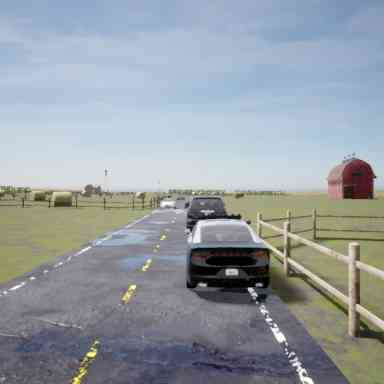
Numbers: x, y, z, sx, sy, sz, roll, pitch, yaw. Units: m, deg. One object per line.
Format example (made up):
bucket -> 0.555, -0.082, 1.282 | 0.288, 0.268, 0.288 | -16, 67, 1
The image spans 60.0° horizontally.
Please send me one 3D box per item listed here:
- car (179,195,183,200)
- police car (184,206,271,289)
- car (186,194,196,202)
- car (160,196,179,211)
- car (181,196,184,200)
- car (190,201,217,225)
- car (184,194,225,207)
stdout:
car -> -2.951, 1.534, 88.554 | 1.994, 1.385, 4.181 | 0, 0, 0
police car -> 0.802, 1.424, 9.340 | 1.930, 1.638, 5.238 | 0, 0, 0
car -> -0.163, 1.257, 71.673 | 2.097, 1.767, 4.553 | 0, 0, 0
car -> -2.945, 1.519, 41.831 | 1.812, 1.442, 4.674 | 0, 0, 0
car -> -0.077, 1.540, 46.080 | 2.033, 1.411, 5.357 | 0, 0, 0
car -> 0.766, 1.502, 25.230 | 1.837, 1.490, 4.892 | 0, 0, 0
car -> 0.779, 1.222, 19.259 | 2.150, 2.045, 5.566 | 0, 0, 0
